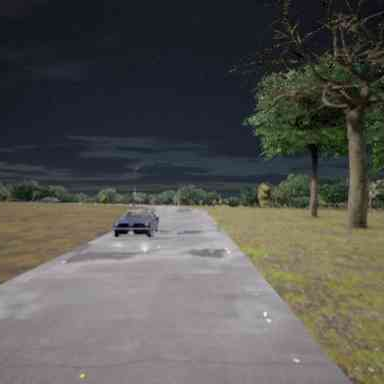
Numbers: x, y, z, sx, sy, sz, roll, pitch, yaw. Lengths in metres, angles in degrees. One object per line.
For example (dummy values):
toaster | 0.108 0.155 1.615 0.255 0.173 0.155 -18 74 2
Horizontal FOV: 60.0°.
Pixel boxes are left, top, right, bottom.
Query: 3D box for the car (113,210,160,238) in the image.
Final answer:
car | -2.849 1.629 17.801 1.895 1.301 4.718 0 0 0

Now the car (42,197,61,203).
car | -35.821 2.079 84.690 4.902 1.511 2.128 0 -1 13
